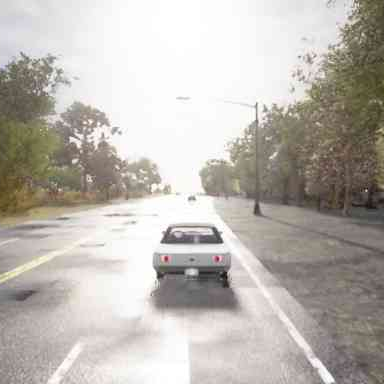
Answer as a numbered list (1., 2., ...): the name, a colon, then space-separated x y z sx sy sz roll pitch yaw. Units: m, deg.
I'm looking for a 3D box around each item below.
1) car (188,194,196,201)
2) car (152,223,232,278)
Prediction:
1. car: -0.039 1.294 72.804 2.033 1.411 5.357 0 0 0
2. car: 0.001 1.565 9.951 1.895 1.301 4.718 0 0 0
